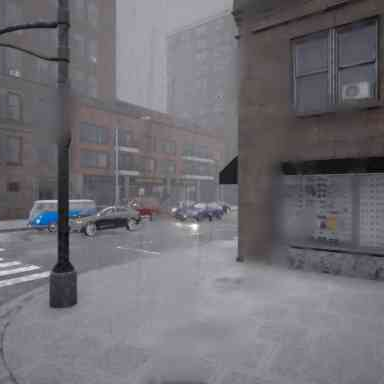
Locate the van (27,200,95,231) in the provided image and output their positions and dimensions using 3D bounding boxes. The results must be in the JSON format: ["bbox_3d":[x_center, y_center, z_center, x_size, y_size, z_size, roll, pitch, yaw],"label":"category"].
[{"bbox_3d":[-7.604,1.358,19.812,1.690,1.788,3.998,0,0,36],"label":"van"}]

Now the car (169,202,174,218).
[{"bbox_3d":[-1.040,1.466,28.877,1.967,1.590,4.097,0,0,36],"label":"car"}]

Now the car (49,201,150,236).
[{"bbox_3d":[-5.006,1.509,18.699,2.128,1.511,4.902,0,0,36],"label":"car"}]

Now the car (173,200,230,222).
[{"bbox_3d":[0.862,1.551,26.805,1.812,1.442,4.674,0,0,36],"label":"car"}]

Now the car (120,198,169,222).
[{"bbox_3d":[-4.322,1.337,24.345,2.192,1.841,5.009,0,0,36],"label":"car"}]
